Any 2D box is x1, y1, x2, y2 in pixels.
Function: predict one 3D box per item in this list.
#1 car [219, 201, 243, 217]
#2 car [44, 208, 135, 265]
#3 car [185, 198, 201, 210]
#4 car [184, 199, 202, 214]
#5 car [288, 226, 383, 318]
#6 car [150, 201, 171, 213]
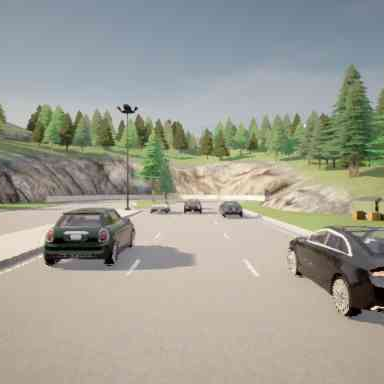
[{"bbox_3d":[3.600,1.547,31.189,2.033,1.411,5.357,0,0,0],"label":"car"},{"bbox_3d":[-3.400,1.352,11.886,2.097,1.767,4.553,0,0,0],"label":"car"},{"bbox_3d":[0.188,1.564,44.490,1.994,1.385,4.181,0,0,2],"label":"car"},{"bbox_3d":[0.099,1.601,35.727,1.895,1.301,4.718,0,0,0],"label":"car"},{"bbox_3d":[3.599,1.492,7.403,2.128,1.511,4.902,0,0,0],"label":"car"},{"bbox_3d":[-3.398,1.600,36.840,1.895,1.301,4.718,0,0,0],"label":"car"}]
